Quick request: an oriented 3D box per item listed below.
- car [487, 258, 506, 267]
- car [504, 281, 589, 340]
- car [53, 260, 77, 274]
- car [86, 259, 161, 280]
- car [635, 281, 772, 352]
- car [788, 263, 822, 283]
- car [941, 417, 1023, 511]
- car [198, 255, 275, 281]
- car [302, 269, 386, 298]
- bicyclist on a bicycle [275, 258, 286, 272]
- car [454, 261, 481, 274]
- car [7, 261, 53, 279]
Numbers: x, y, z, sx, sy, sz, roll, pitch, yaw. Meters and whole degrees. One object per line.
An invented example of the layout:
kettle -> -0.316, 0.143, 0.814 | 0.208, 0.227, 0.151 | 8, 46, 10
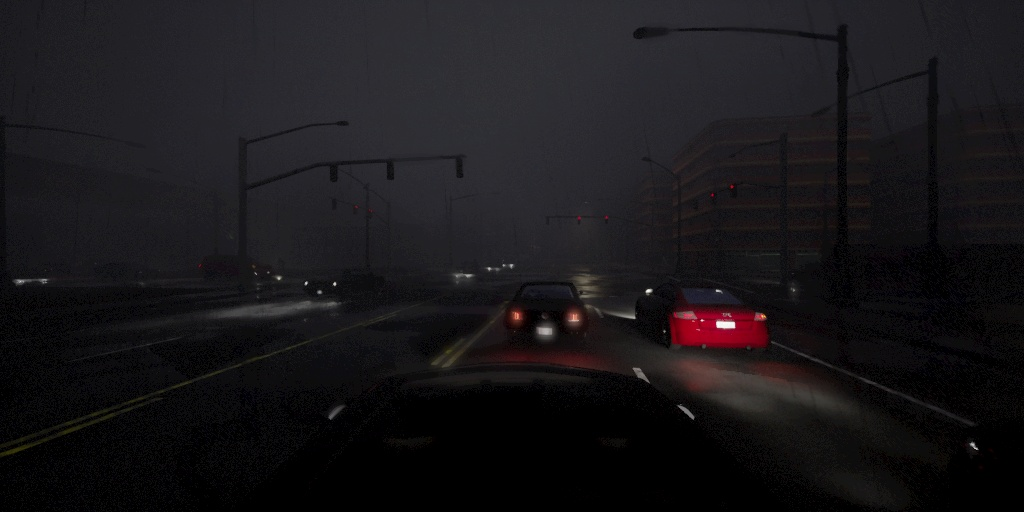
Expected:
car -> -2.624, 1.064, 56.436 | 1.994, 1.385, 4.181 | 0, 1, 8
car -> 1.035, 1.351, 10.003 | 1.895, 1.301, 4.718 | 0, 0, 8
car -> -49.283, 1.241, 38.640 | 4.902, 1.511, 2.128 | 0, 0, 32
car -> -32.678, 1.228, 30.502 | 5.008, 1.535, 1.882 | 0, 0, 7
car -> 4.435, 1.314, 8.990 | 1.994, 1.385, 4.181 | 0, 0, 7
car -> 23.398, 1.276, 27.514 | 4.674, 1.442, 1.812 | 0, 0, 6
car -> 3.638, 1.242, 0.202 | 2.128, 1.511, 4.902 | 0, 0, 1
car -> -22.403, 0.971, 29.250 | 5.566, 2.045, 2.150 | 0, 0, 7
car -> -8.536, 1.351, 18.662 | 1.895, 1.301, 4.718 | 0, 0, 8
bicyclist on a bicycle -> -26.263, 1.053, 40.776 | 0.582, 1.620, 1.656 | 0, 0, 7
car -> -4.892, 1.240, 40.658 | 2.033, 1.411, 5.357 | 0, 0, 9
car -> -44.404, 1.351, 32.383 | 4.718, 1.301, 1.895 | 0, 0, 19
